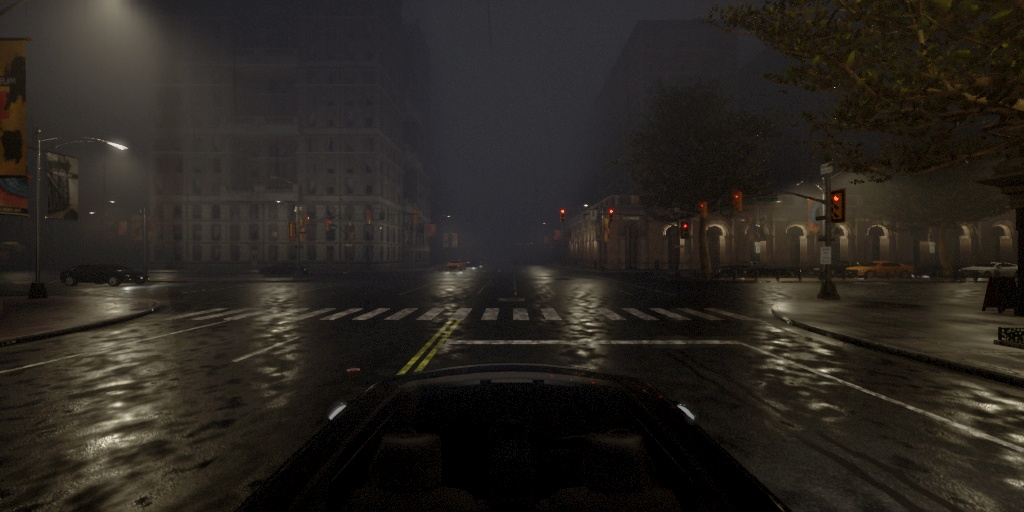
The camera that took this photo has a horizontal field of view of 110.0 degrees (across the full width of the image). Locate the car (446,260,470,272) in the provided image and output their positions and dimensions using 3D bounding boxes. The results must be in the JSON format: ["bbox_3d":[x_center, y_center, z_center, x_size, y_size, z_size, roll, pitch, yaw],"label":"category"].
[{"bbox_3d":[-7.340,1.227,47.525,1.882,1.535,5.008,0,0,4],"label":"car"}]

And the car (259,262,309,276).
[{"bbox_3d":[-22.906,1.314,36.120,4.181,1.385,1.994,0,0,0],"label":"car"}]

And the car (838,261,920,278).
[{"bbox_3d":[33.053,1.228,32.368,5.008,1.535,1.882,0,0,0],"label":"car"}]

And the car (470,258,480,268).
[{"bbox_3d":[-7.161,1.314,62.132,1.994,1.385,4.181,0,0,0],"label":"car"}]

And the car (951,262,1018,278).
[{"bbox_3d":[43.279,1.276,32.316,4.674,1.442,1.812,0,0,1],"label":"car"}]

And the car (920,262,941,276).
[{"bbox_3d":[42.935,1.314,35.816,4.181,1.385,1.994,0,0,0],"label":"car"}]

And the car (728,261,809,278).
[{"bbox_3d":[23.088,1.297,32.412,5.357,1.411,2.033,0,0,0],"label":"car"}]

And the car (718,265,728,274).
[{"bbox_3d":[23.289,1.241,35.911,4.902,1.511,2.128,0,0,0],"label":"car"}]

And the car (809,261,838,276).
[{"bbox_3d":[32.886,1.241,35.872,4.902,1.511,2.128,0,0,0],"label":"car"}]

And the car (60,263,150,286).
[{"bbox_3d":[-27.647,1.255,24.430,4.892,1.490,1.837,0,0,0],"label":"car"}]
